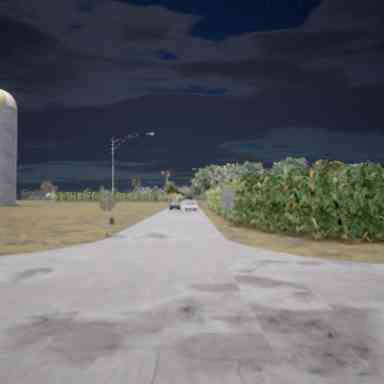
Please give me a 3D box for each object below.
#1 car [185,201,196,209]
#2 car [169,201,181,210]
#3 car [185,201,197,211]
[{"bbox_3d":[-0.247,2.549,64.741,2.033,1.411,5.357,0,-1,0],"label":"car"},{"bbox_3d":[-2.975,2.401,58.899,1.882,1.535,5.008,0,-1,0],"label":"car"},{"bbox_3d":[-0.209,2.454,54.766,1.895,1.301,4.718,0,-1,0],"label":"car"}]
